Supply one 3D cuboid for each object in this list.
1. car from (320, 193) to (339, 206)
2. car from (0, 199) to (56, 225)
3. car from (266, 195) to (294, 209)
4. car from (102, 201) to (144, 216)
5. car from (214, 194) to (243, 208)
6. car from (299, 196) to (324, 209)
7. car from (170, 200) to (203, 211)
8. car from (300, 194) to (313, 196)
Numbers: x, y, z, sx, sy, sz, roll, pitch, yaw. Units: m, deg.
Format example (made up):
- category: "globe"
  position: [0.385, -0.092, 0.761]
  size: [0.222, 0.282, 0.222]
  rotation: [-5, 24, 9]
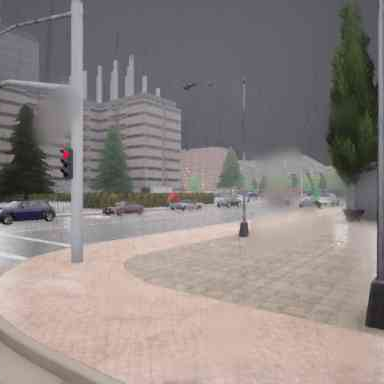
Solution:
- category: "car"
  position: [22.085, 1.221, 53.721]
  size: [2.150, 2.045, 5.566]
  rotation: [0, 0, 36]
- category: "car"
  position: [-12.480, 1.352, 24.376]
  size: [2.097, 1.767, 4.553]
  rotation: [0, 0, 36]
- category: "car"
  position: [12.476, 1.503, 46.458]
  size: [1.837, 1.490, 4.892]
  rotation: [0, 0, 36]
- category: "car"
  position: [-6.636, 1.564, 32.426]
  size: [1.994, 1.385, 4.181]
  rotation: [0, 0, 36]
- category: "car"
  position: [5.484, 1.505, 49.009]
  size: [1.837, 1.490, 4.892]
  rotation: [0, 0, 37]
- category: "car"
  position: [16.239, 1.564, 45.685]
  size: [1.994, 1.385, 4.181]
  rotation: [0, 0, 36]
- category: "car"
  position: [-0.665, 1.601, 40.619]
  size: [1.895, 1.301, 4.718]
  rotation: [0, 0, 36]
- category: "car"
  position: [19.526, 1.526, 56.157]
  size: [1.812, 1.442, 4.674]
  rotation: [0, 0, 36]
